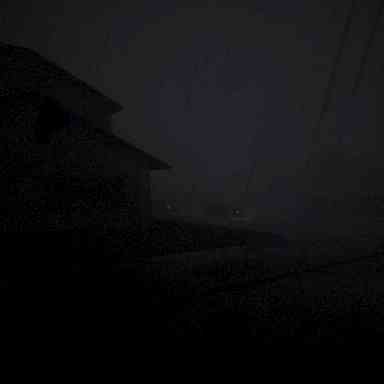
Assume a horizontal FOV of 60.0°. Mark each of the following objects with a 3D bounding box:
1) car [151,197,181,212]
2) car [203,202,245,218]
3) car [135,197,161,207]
[{"bbox_3d":[-3.179,1.505,38.566,1.837,1.490,4.892,0,0,-35],"label":"car"},{"bbox_3d":[2.802,1.564,30.098,1.994,1.385,4.181,0,0,-35],"label":"car"},{"bbox_3d":[-6.771,1.526,50.817,1.812,1.442,4.674,0,0,-36],"label":"car"}]
